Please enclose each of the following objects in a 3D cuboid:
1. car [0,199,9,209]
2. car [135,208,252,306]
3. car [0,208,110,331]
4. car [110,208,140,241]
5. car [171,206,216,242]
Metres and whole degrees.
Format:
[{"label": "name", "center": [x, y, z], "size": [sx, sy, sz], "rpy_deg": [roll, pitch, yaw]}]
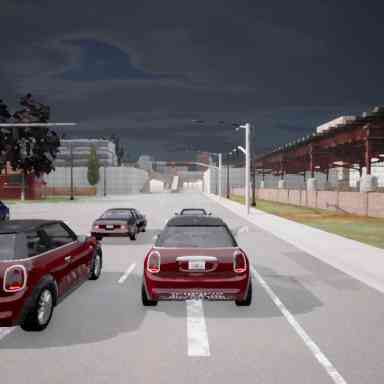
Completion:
[{"label": "car", "center": [-14.040, 1.263, 21.879], "size": [2.097, 1.767, 4.553], "rpy_deg": [0, 0, 0]}, {"label": "car", "center": [0.085, 1.337, 8.159], "size": [2.097, 1.767, 4.553], "rpy_deg": [0, 0, 0]}, {"label": "car", "center": [-3.410, 1.341, 6.997], "size": [2.097, 1.767, 4.553], "rpy_deg": [0, 0, 0]}, {"label": "car", "center": [-3.431, 1.488, 16.420], "size": [2.033, 1.411, 5.357], "rpy_deg": [0, 0, 0]}, {"label": "car", "center": [0.070, 1.506, 16.719], "size": [1.994, 1.385, 4.181], "rpy_deg": [0, 0, 0]}]
